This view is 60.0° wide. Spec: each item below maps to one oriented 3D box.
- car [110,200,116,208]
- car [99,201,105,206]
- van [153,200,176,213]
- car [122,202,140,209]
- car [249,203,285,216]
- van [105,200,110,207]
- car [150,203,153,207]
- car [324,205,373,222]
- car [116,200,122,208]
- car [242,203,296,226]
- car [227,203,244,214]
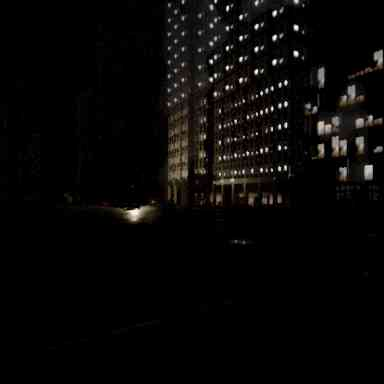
[{"bbox_3d":[-15.753,2.738,71.592,1.887,1.381,4.507,-1,-1,-26],"label":"car"},{"bbox_3d":[-23.076,3.061,86.791,1.887,1.381,4.507,-1,-1,-26],"label":"car"},{"bbox_3d":[-3.552,2.011,46.260,1.690,1.788,3.998,-1,-1,-26],"label":"van"},{"bbox_3d":[-10.871,2.532,61.458,2.008,1.369,4.403,-1,-1,-26],"label":"car"},{"bbox_3d":[8.884,2.076,39.760,1.947,1.339,4.313,-1,-1,-26],"label":"car"},{"bbox_3d":[-18.198,2.642,76.660,1.690,1.788,3.998,-1,-1,-26],"label":"van"},{"bbox_3d":[-8.203,2.818,75.228,1.802,1.307,4.206,-1,-1,-26],"label":"car"},{"bbox_3d":[13.766,1.861,29.626,2.008,1.369,4.403,-1,-1,-26],"label":"car"},{"bbox_3d":[-13.239,2.609,66.372,1.752,1.417,4.829,-1,-1,-26],"label":"car"},{"bbox_3d":[6.217,1.819,25.989,2.008,1.369,4.403,-1,-1,-26],"label":"car"},{"bbox_3d":[6.443,2.177,44.827,1.947,1.339,4.313,-1,-1,-26],"label":"car"}]
